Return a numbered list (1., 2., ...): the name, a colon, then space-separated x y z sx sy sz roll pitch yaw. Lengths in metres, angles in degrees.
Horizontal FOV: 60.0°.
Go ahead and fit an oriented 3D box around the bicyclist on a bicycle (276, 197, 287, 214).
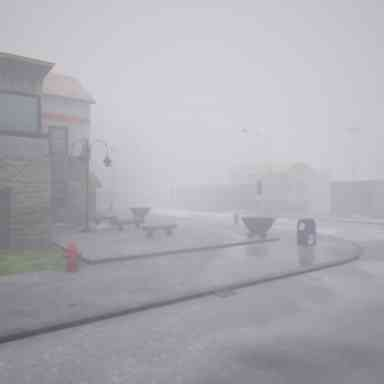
1. bicyclist on a bicycle: 8.715 1.345 32.477 1.656 1.620 0.582 0 0 -35
